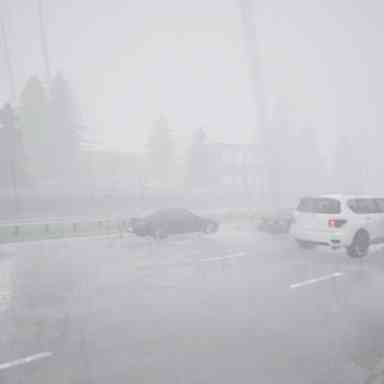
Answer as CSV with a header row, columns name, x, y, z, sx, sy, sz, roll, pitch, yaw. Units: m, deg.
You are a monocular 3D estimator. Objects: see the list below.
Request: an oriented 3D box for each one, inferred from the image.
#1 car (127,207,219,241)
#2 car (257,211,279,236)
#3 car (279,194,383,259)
name,x,y,z,sx,sy,sz,roll,pitch,yaw
car,-0.842,1.437,16.045,4.674,1.442,1.812,-1,0,-35
car,5.585,1.401,16.323,5.357,1.411,2.033,-1,0,-35
car,6.034,1.094,12.348,5.566,2.045,2.150,-1,0,-35
